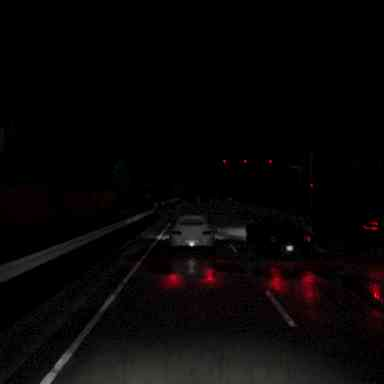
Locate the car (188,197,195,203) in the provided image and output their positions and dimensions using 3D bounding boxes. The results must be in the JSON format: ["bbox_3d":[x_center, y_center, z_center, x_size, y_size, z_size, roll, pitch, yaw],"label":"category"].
[{"bbox_3d":[-0.018,2.381,92.375,2.033,1.411,5.357,0,-1,0],"label":"car"}]

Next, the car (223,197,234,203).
[{"bbox_3d":[10.482,2.318,92.378,1.882,1.535,5.008,0,-1,0],"label":"car"}]

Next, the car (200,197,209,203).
[{"bbox_3d":[3.482,2.217,92.764,2.097,1.767,4.553,0,-1,0],"label":"car"}]

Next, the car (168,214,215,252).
[{"bbox_3d":[0.003,1.662,14.389,1.812,1.442,4.674,0,0,0],"label":"car"}]

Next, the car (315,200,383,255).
[{"bbox_3d":[6.998,1.349,14.030,2.150,2.045,5.566,0,0,0],"label":"car"}]

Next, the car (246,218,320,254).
[{"bbox_3d":[3.499,1.734,14.112,1.895,1.301,4.718,0,0,0],"label":"car"}]

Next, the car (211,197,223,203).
[{"bbox_3d":[6.982,2.217,92.765,2.097,1.767,4.553,0,-1,0],"label":"car"}]
